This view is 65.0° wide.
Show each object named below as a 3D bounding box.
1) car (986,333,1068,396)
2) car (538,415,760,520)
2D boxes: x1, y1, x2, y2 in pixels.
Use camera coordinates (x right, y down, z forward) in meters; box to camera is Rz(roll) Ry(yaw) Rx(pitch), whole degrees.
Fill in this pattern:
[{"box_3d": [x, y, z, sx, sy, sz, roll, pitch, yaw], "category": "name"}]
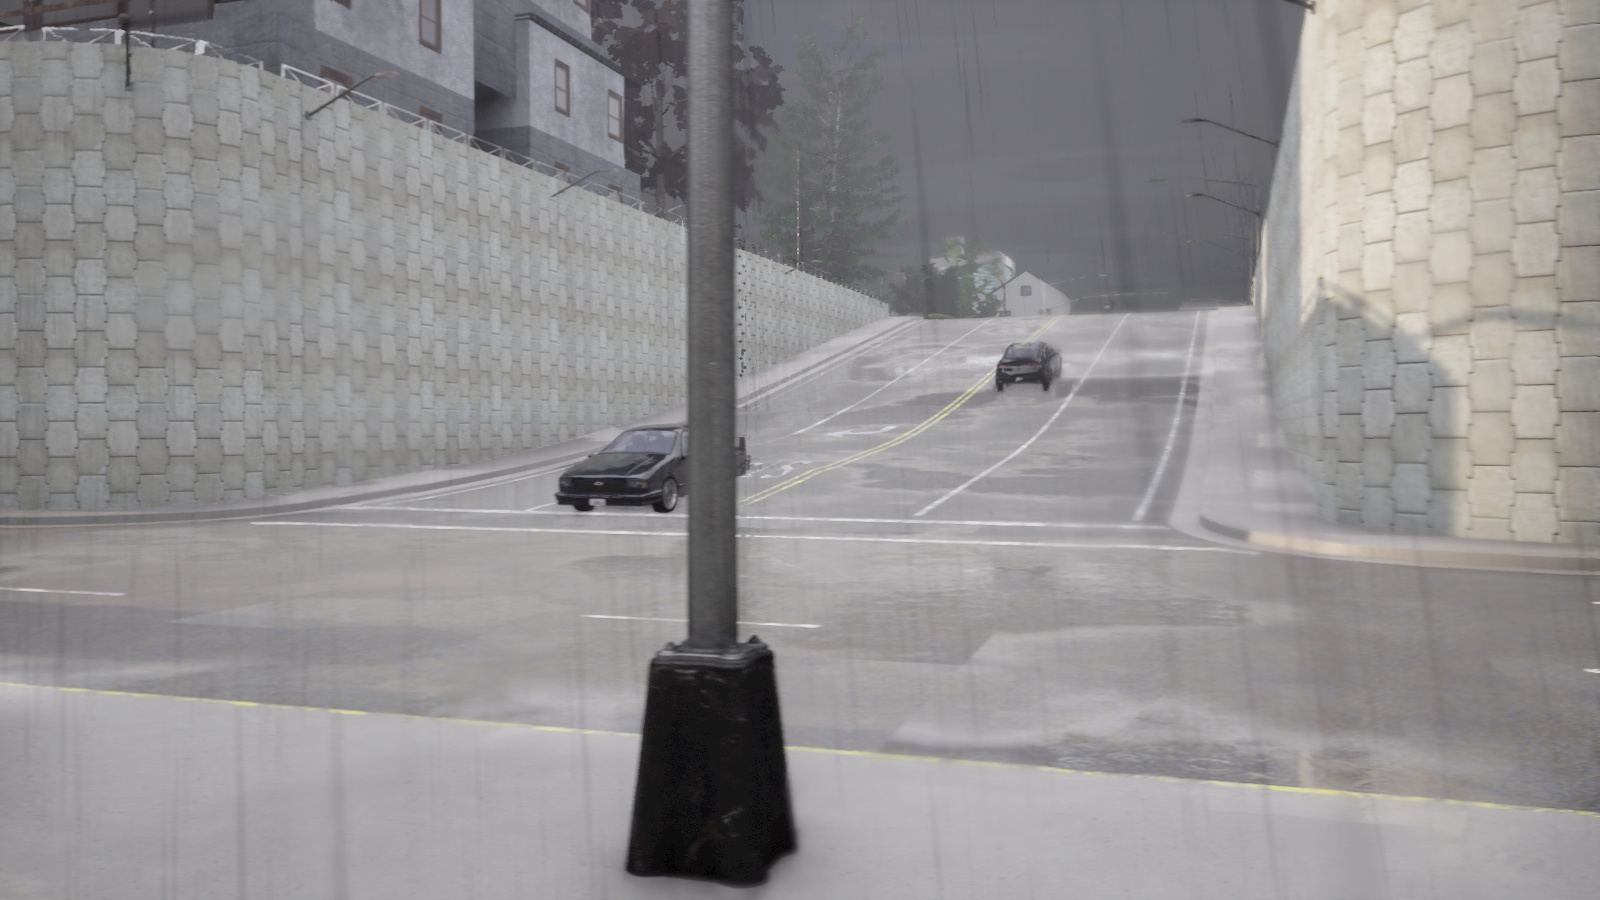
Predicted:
[{"box_3d": [8.127, -3.080, 44.597, 2.128, 1.511, 4.902, 1, 12, 19], "category": "car"}, {"box_3d": [-2.660, 0.216, 23.801, 2.033, 1.411, 5.357, 1, 5, 19], "category": "car"}]
